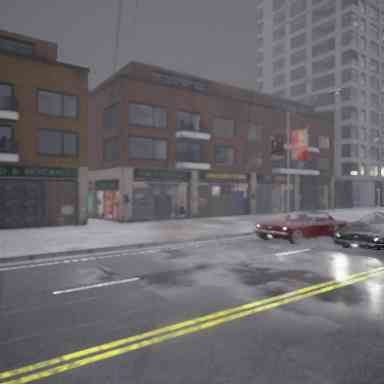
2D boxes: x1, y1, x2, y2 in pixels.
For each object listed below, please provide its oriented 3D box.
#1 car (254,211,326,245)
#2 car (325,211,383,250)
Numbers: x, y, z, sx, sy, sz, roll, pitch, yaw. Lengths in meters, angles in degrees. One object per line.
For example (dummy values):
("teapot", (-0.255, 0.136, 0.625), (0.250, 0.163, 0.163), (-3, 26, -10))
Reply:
("car", (5.084, 1.548, 15.291), (4.718, 1.301, 1.895), (0, 0, -35))
("car", (7.918, 1.490, 13.321), (5.357, 1.411, 2.033), (0, 0, -36))
